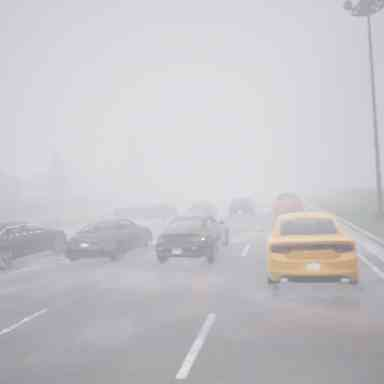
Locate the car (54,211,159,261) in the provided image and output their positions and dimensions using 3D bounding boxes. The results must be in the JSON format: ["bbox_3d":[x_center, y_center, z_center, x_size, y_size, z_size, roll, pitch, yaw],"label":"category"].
[{"bbox_3d":[-3.109,1.733,13.166,1.994,1.385,4.181,-4,0,15],"label":"car"}]

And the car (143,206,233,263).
[{"bbox_3d":[0.132,1.492,11.814,1.812,1.442,4.674,-4,0,15],"label":"car"}]

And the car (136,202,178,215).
[{"bbox_3d":[-2.606,1.596,28.935,2.128,1.511,4.902,-4,0,15],"label":"car"}]

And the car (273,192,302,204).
[{"bbox_3d":[7.453,0.826,26.004,2.097,1.767,4.553,-4,0,15],"label":"car"}]

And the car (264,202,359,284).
[{"bbox_3d":[2.992,1.269,8.901,1.882,1.535,5.008,-4,0,15],"label":"car"}]

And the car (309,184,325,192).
[{"bbox_3d":[32.135,-0.996,85.688,3.866,1.878,1.905,-4,0,15],"label":"car"}]

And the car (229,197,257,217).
[{"bbox_3d":[4.173,1.184,27.234,1.837,1.490,4.892,-4,0,15],"label":"car"}]

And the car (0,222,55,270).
[{"bbox_3d":[-6.821,1.896,12.795,2.128,1.511,4.902,-4,0,15],"label":"car"}]

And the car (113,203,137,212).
[{"bbox_3d":[-5.586,1.766,31.350,1.882,1.535,5.008,-4,0,15],"label":"car"}]

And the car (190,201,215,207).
[{"bbox_3d":[0.893,1.448,28.489,1.994,1.385,4.181,-4,0,15],"label":"car"}]
